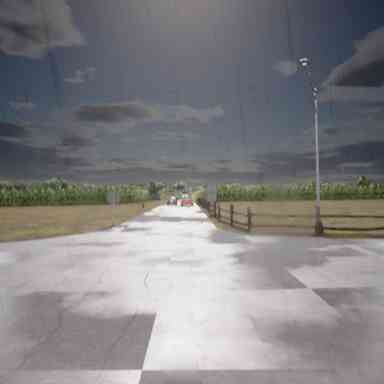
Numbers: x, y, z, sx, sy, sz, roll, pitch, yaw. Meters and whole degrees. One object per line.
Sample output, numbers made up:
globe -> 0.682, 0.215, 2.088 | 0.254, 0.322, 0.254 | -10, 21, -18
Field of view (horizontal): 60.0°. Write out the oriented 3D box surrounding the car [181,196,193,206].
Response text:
car -> -0.871, 1.509, 57.492 | 2.097, 1.767, 4.553 | 0, 0, -1

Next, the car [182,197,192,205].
car -> -1.023, 1.729, 67.527 | 1.837, 1.490, 4.892 | 0, 0, -1

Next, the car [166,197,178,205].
car -> -3.685, 1.673, 61.651 | 2.128, 1.511, 4.902 | 0, 0, -1
